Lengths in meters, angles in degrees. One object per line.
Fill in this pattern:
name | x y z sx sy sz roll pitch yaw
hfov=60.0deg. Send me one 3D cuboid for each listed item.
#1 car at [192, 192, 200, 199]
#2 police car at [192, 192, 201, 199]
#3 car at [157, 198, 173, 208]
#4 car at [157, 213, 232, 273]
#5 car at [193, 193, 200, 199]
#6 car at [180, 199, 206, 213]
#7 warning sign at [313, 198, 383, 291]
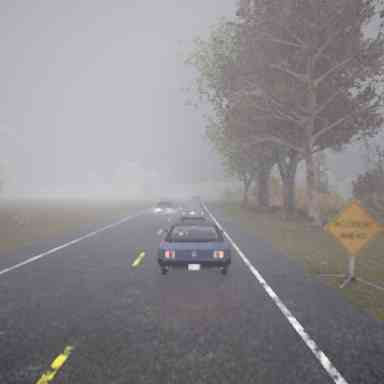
car | 1.054 0.904 93.425 2.097 1.767 4.553 0 0 0
police car | 1.054 1.084 77.562 1.930 1.638 5.238 0 0 0
car | -3.585 1.436 45.148 1.895 1.301 4.718 0 0 0
car | 0.070 1.570 10.472 1.895 1.301 4.718 0 0 0
car | 1.054 1.100 87.454 1.837 1.490 4.892 0 0 0
car | 0.071 1.470 24.943 2.033 1.411 5.357 0 0 0
warning sign | 3.574 1.094 7.409 1.300 1.860 1.060 1 2 0
